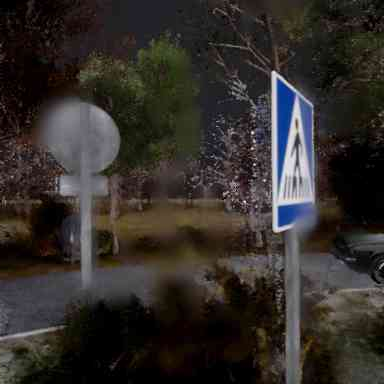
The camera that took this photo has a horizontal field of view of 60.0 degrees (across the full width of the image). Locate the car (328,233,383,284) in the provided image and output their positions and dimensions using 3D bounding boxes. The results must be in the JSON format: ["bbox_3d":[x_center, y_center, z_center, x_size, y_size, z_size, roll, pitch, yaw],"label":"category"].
[{"bbox_3d":[5.815,1.281,7.825,4.718,1.301,1.895,-3,-1,9],"label":"car"}]
